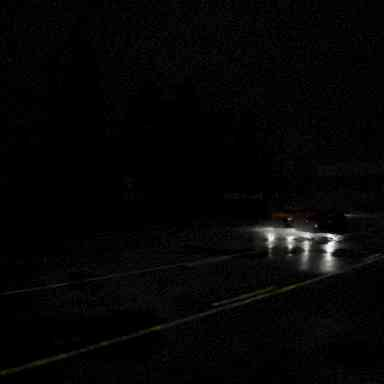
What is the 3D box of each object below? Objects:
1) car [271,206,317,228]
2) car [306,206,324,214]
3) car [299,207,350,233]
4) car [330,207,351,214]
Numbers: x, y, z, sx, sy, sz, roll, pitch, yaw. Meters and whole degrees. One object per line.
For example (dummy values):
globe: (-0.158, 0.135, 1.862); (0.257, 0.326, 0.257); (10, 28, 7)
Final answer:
car: (8.163, 1.977, 26.931); (1.882, 1.535, 5.008); (0, -2, 39)
car: (23.733, 3.430, 64.529); (1.994, 1.385, 4.181); (0, -2, 1)
car: (9.394, 1.945, 22.981); (1.812, 1.442, 4.674); (0, -2, 40)
car: (27.164, 3.382, 61.072); (1.895, 1.301, 4.718); (0, -2, 4)
